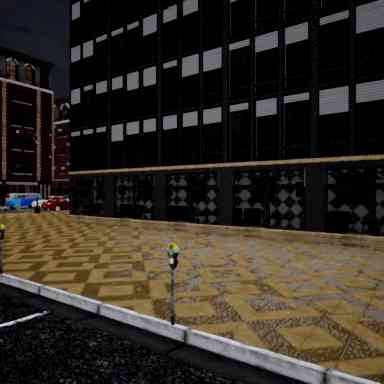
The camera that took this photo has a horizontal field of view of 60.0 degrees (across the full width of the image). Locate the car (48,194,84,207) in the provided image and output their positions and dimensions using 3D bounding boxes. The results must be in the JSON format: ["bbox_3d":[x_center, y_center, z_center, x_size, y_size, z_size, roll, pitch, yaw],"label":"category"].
[{"bbox_3d":[-16.751,1.079,44.230,1.967,1.590,4.097,1,1,35],"label":"car"}]

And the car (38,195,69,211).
[{"bbox_3d":[-13.512,1.269,35.105,1.887,1.381,4.507,1,1,35],"label":"car"}]

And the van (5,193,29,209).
[{"bbox_3d":[-19.988,1.050,39.590,1.690,1.788,3.998,1,1,35],"label":"van"}]

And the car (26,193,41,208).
[{"bbox_3d":[-16.783,1.214,39.900,1.812,1.442,4.674,0,1,35],"label":"car"}]
